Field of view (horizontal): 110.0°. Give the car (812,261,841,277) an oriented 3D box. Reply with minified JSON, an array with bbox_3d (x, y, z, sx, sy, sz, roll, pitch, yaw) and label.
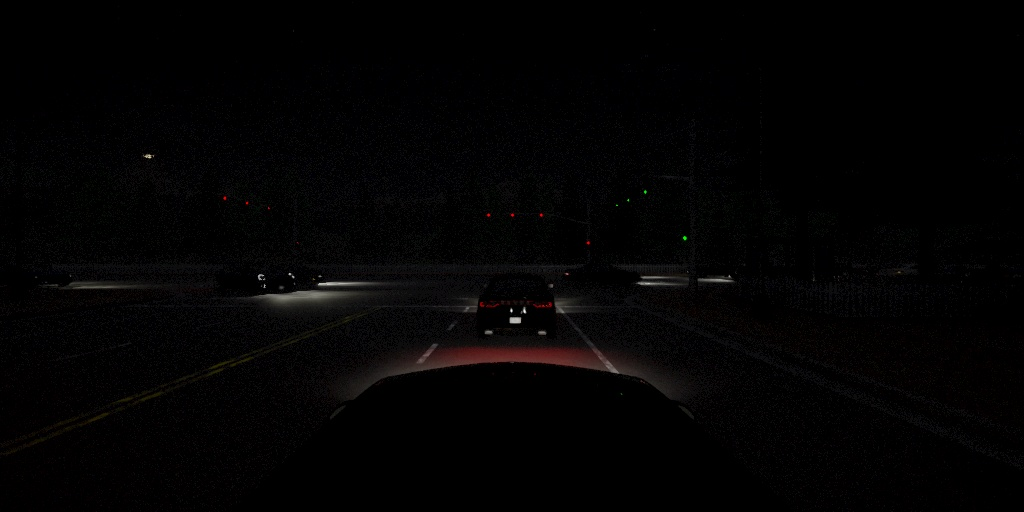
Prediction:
[{"bbox_3d":[27.748,1.186,32.309,4.902,1.511,2.128,0,0,2],"label":"car"}]

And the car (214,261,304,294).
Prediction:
[{"bbox_3d":[-14.232,1.082,19.897,4.553,1.767,2.097,0,1,24],"label":"car"}]

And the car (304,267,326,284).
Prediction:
[{"bbox_3d":[-15.656,1.263,25.512,4.181,1.385,1.994,0,0,0],"label":"car"}]

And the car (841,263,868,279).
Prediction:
[{"bbox_3d":[29.988,1.172,28.739,5.008,1.535,1.882,0,0,3],"label":"car"}]

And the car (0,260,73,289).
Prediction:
[{"bbox_3d":[-30.250,1.172,22.063,5.008,1.535,1.882,0,0,0],"label":"car"}]

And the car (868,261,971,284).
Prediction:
[{"bbox_3d":[28.528,1.220,25.219,4.674,1.442,1.812,0,0,2],"label":"car"}]

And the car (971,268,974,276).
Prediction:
[{"bbox_3d":[37.672,1.295,31.591,4.718,1.301,1.895,0,0,9],"label":"car"}]

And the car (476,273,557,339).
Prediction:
[{"bbox_3d":[0.173,1.228,10.149,1.882,1.535,5.008,0,0,2],"label":"car"}]

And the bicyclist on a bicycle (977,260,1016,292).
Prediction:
[{"bbox_3d":[22.821,0.995,17.011,0.582,1.620,1.656,0,0,0],"label":"bicyclist on a bicycle"}]

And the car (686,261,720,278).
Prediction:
[{"bbox_3d":[18.417,1.186,32.487,4.902,1.511,2.128,0,0,1],"label":"car"}]

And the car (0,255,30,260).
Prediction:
[{"bbox_3d":[-36.241,0.915,25.544,5.566,2.045,2.150,0,0,-1],"label":"car"}]

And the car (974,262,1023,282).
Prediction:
[{"bbox_3d":[39.925,1.172,27.570,5.008,1.535,1.882,0,0,14],"label":"car"}]

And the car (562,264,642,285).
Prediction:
[{"bbox_3d":[6.259,1.253,25.384,5.357,1.411,2.033,0,0,0],"label":"car"}]

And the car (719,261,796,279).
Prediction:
[{"bbox_3d":[20.235,1.242,29.010,5.357,1.411,2.033,0,0,-1],"label":"car"}]
